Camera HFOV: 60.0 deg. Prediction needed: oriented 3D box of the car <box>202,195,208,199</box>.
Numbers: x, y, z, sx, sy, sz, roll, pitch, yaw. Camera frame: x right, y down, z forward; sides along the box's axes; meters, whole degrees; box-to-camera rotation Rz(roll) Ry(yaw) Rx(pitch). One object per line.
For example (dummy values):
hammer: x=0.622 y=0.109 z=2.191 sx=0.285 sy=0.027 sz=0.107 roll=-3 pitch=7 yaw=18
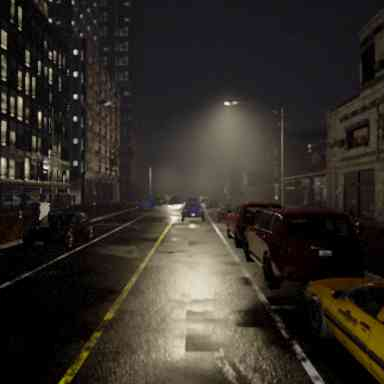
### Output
car: x=2.668 y=1.475 z=69.994 sx=1.967 sy=1.590 sz=4.097 roll=0 pitch=0 yaw=0

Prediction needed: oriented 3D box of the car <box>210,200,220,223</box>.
car: x=2.683 y=1.571 z=25.698 sx=1.947 sy=1.339 sz=4.313 roll=0 pitch=0 yaw=0

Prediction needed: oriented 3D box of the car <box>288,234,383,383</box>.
car: x=2.691 y=1.526 z=3.720 sx=1.752 sy=1.417 sz=4.829 roll=0 pitch=0 yaw=0

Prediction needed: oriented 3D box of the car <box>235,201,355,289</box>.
car: x=2.690 y=1.316 z=9.087 sx=2.192 sy=1.841 sz=5.009 roll=0 pitch=0 yaw=0

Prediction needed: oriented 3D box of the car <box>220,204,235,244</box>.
car: x=2.688 y=1.317 z=14.624 sx=2.192 sy=1.841 sz=5.009 roll=0 pitch=0 yaw=0

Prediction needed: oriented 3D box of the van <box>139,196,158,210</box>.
van: x=-5.703 y=1.353 z=42.308 sx=1.690 sy=1.788 sz=3.998 roll=0 pitch=0 yaw=0

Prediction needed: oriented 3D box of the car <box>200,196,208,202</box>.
car: x=2.666 y=1.622 z=75.531 sx=1.802 sy=1.307 sz=4.206 roll=0 pitch=0 yaw=0

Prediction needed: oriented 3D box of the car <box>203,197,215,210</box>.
car: x=2.677 y=1.594 z=42.309 sx=1.802 sy=1.307 sz=4.206 roll=0 pitch=0 yaw=0

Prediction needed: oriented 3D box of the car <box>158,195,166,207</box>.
car: x=-5.707 y=1.545 z=53.212 sx=1.752 sy=1.417 sz=4.829 roll=0 pitch=0 yaw=0

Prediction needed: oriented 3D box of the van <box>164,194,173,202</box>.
van: x=-5.717 y=1.387 z=81.067 sx=1.690 sy=1.788 sz=3.998 roll=0 pitch=0 yaw=0

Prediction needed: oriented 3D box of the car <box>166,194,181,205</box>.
car: x=-3.012 y=1.502 z=58.967 sx=1.882 sy=1.535 sz=5.008 roll=0 pitch=0 yaw=-1

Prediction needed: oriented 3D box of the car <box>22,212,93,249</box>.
car: x=-5.693 y=1.568 z=14.623 sx=1.947 sy=1.339 sz=4.313 roll=0 pitch=0 yaw=0

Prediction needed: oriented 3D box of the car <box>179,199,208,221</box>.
car: x=0.089 y=1.530 z=27.181 sx=1.812 sy=1.442 sz=4.674 roll=0 pitch=0 yaw=0

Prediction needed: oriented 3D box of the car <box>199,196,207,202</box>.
car: x=2.664 y=1.591 z=81.068 sx=1.887 sy=1.381 sz=4.507 roll=0 pitch=0 yaw=0

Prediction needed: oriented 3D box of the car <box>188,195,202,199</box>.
car: x=0.083 y=1.492 z=45.983 sx=1.882 sy=1.535 sz=5.008 roll=0 pitch=0 yaw=0
